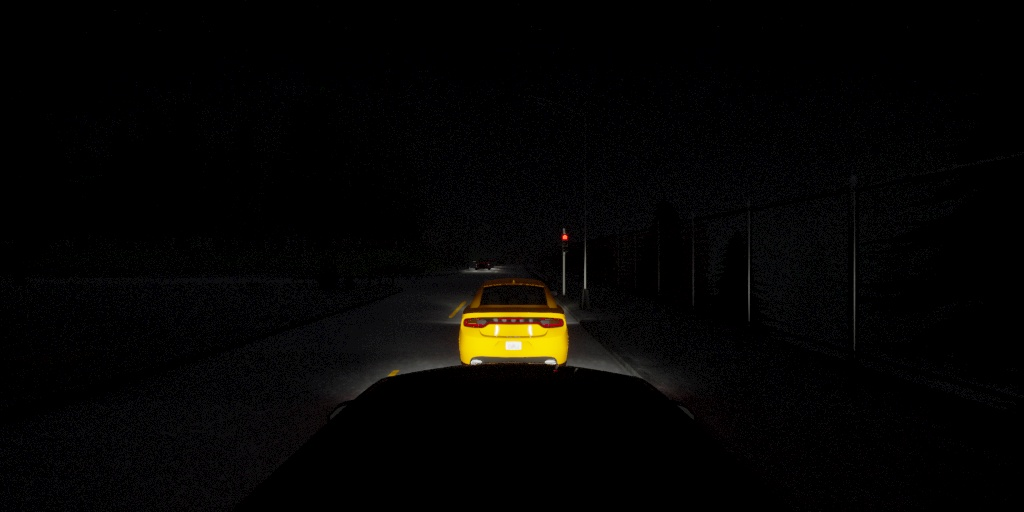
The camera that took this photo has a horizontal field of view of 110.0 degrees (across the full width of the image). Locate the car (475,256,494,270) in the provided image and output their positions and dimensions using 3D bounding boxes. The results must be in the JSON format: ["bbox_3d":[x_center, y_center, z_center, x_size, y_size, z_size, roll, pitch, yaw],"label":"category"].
[{"bbox_3d":[-4.123,1.102,51.959,2.097,1.767,4.553,0,0,0],"label":"car"}]

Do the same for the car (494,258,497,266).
[{"bbox_3d":[-4.109,1.351,62.236,1.895,1.301,4.718,0,0,0],"label":"car"}]

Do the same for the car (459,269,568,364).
[{"bbox_3d":[0.043,1.228,7.991,1.882,1.535,5.008,0,0,0],"label":"car"}]
